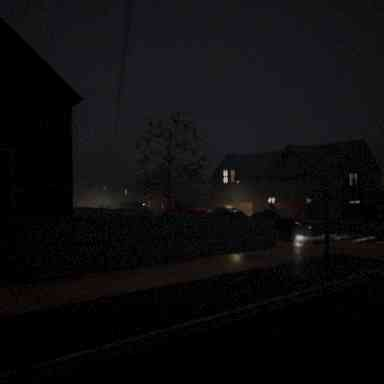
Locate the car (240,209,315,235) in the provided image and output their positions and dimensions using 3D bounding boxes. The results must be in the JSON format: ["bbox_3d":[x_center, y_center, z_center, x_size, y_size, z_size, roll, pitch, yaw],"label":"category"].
[{"bbox_3d":[5.562,1.855,21.394,1.812,1.442,4.674,-1,-1,-36],"label":"car"}]

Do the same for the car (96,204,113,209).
[{"bbox_3d":[-14.425,2.726,54.448,1.812,1.442,4.674,-1,-1,-36],"label":"car"}]

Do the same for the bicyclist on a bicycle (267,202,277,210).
[{"bbox_3d":[7.058,1.679,29.361,1.656,1.620,0.582,-1,0,-36],"label":"bicyclist on a bicycle"}]

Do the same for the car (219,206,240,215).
[{"bbox_3d":[2.832,2.022,30.294,1.812,1.442,4.674,-1,-1,-36],"label":"car"}]

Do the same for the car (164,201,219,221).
[{"bbox_3d":[-0.450,1.796,29.808,2.150,2.045,5.566,-1,-1,-35],"label":"car"}]

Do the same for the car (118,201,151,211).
[{"bbox_3d":[-6.729,2.054,38.606,2.150,2.045,5.566,-1,-1,-35],"label":"car"}]
